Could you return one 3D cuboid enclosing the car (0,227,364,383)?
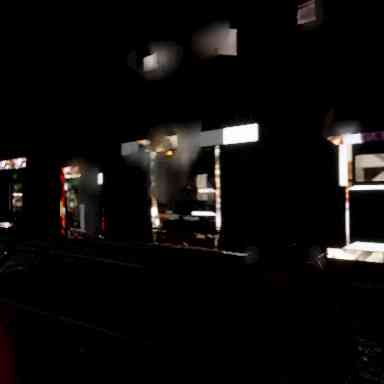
[{"bbox_3d":[-0.931,1.321,3.554,5.009,1.841,2.192,0,-1,36],"label":"car"}]
